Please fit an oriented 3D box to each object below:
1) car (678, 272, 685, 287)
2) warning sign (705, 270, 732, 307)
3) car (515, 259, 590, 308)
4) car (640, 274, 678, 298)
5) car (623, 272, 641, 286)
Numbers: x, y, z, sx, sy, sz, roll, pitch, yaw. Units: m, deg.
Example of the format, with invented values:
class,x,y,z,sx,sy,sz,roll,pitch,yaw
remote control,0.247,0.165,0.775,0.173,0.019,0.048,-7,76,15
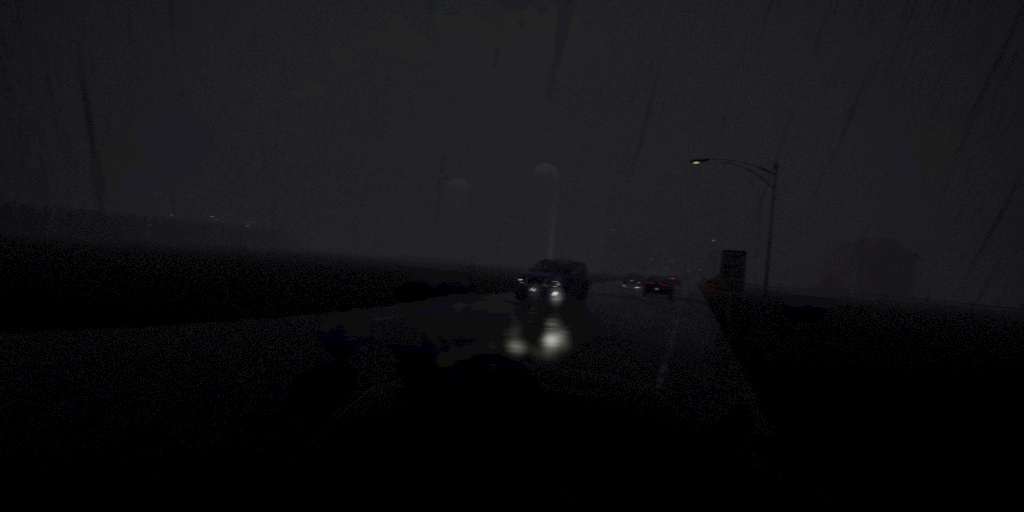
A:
class,x,y,z,sx,sy,sz,roll,pitch,yaw
car,21.834,3.236,48.537,2.128,1.511,4.902,5,0,27
warning sign,11.794,1.921,20.739,1.300,1.860,1.060,0,0,27
car,2.161,1.172,17.242,2.150,2.045,5.566,5,0,27
car,11.203,2.238,27.166,1.882,1.535,5.008,5,0,27
car,14.003,2.599,40.936,1.994,1.385,4.181,5,0,27
